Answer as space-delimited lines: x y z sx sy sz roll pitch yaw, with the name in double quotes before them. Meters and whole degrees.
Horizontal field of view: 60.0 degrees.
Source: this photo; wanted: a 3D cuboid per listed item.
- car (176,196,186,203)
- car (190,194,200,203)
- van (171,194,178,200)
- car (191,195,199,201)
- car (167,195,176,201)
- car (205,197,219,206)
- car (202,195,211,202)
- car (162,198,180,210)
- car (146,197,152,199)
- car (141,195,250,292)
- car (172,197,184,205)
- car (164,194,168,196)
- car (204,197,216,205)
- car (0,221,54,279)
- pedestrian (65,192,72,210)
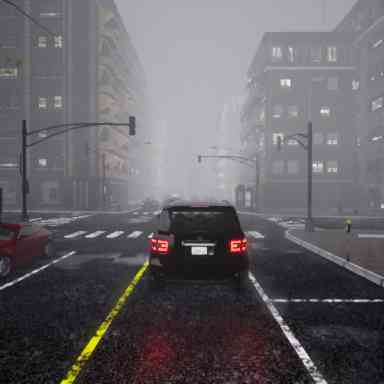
"car" -2.356 1.522 71.874 1.812 1.442 4.674 0 0 1
"car" 0.670 1.354 72.899 2.097 1.767 4.553 0 0 1
"van" -4.856 1.340 93.145 1.690 1.788 3.998 0 0 1
"car" 0.744 1.477 82.676 1.882 1.535 5.008 0 0 1
"car" -4.961 1.525 81.698 1.752 1.417 4.829 0 0 1
"car" 3.164 1.549 53.594 2.008 1.369 4.403 0 0 1
"car" 3.369 1.439 76.148 1.967 1.590 4.097 0 0 1
"car" -2.703 1.562 43.028 1.994 1.385 4.181 0 0 1
"car" -5.319 1.438 42.399 1.967 1.590 4.097 0 0 1
"car" 0.165 1.221 9.075 2.150 2.045 5.566 0 0 1
"car" -2.512 1.563 61.569 1.994 1.385 4.181 0 0 1
"car" -5.063 1.314 70.591 2.192 1.841 5.009 0 0 1
"car" 3.215 1.543 59.232 1.887 1.381 4.507 0 0 1
"car" -5.614 1.581 9.989 1.802 1.307 4.206 0 0 1
"pedestrian" -12.421 0.902 33.456 0.375 1.860 0.375 0 -1 0
